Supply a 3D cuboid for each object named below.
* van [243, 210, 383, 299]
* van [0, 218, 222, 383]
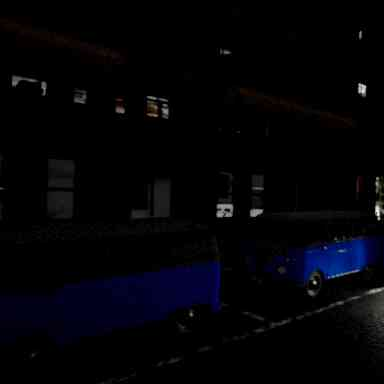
[{"bbox_3d":[3.100,1.363,8.278,3.998,1.788,1.690,0,1,-35],"label":"van"},{"bbox_3d":[-1.405,1.345,5.067,3.998,1.788,1.690,0,1,-35],"label":"van"}]
